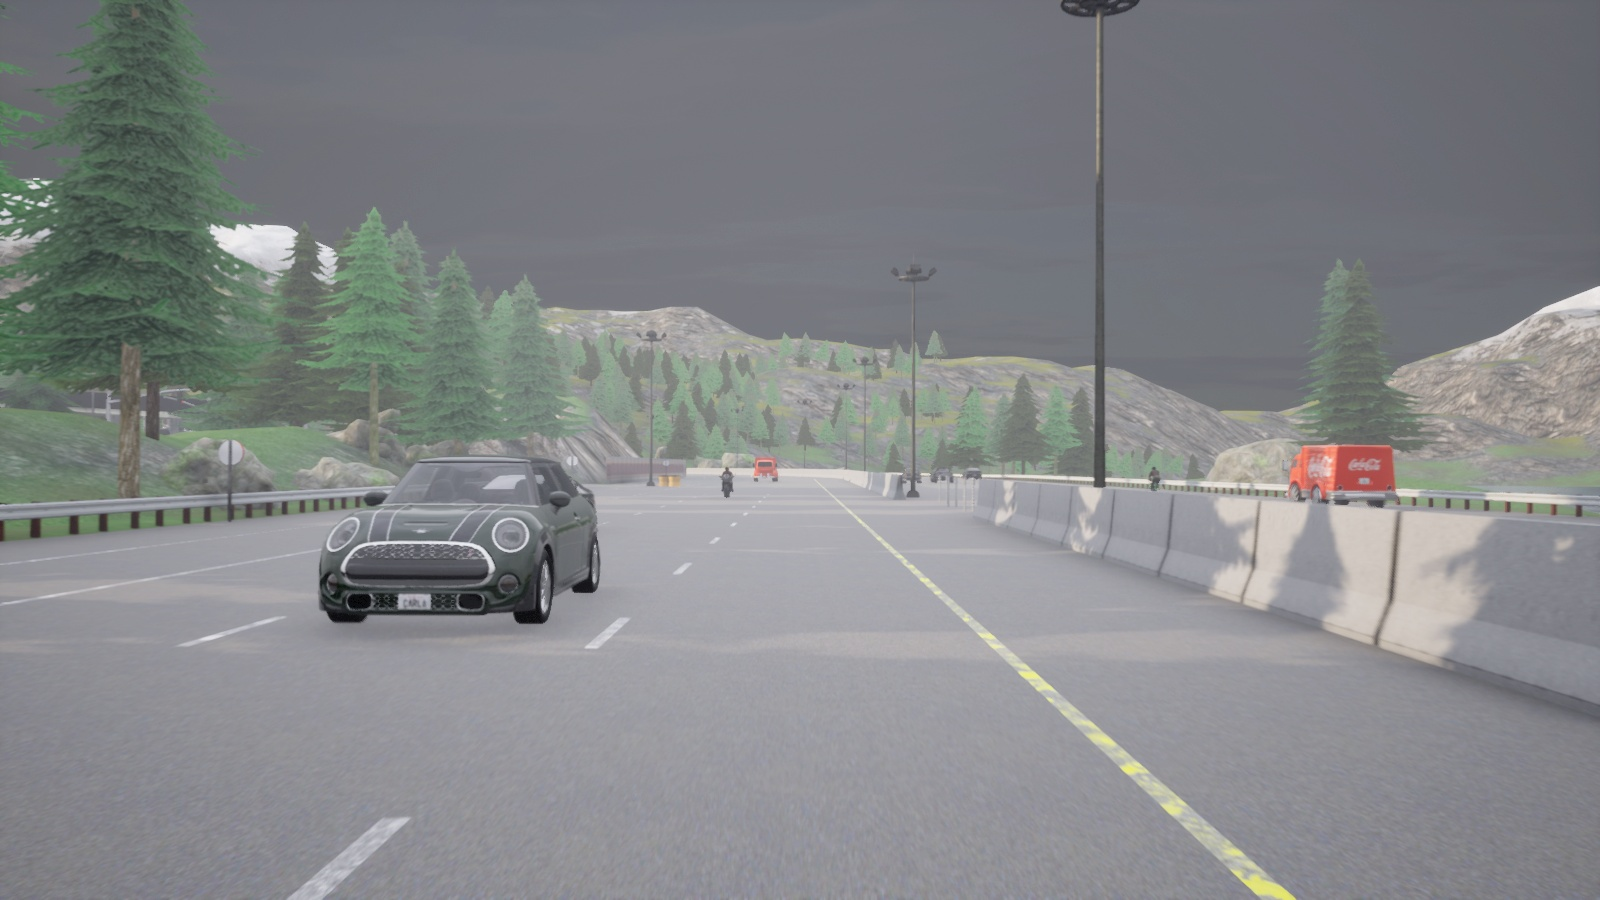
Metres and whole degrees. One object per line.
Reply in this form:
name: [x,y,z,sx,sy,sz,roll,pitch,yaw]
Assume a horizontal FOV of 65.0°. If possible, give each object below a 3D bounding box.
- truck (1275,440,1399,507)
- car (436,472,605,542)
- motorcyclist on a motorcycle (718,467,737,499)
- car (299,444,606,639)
truck: [20.988,0.892,49.336,2.627,2.467,5.204,0,0,0]
car: [-6.221,1.235,28.562,1.812,1.442,4.674,0,-1,15]
motorcyclist on a motorcycle: [-3.507,1.604,60.737,0.797,1.523,2.044,0,-1,0]
car: [-3.521,0.862,13.739,2.097,1.767,4.553,0,-1,0]
